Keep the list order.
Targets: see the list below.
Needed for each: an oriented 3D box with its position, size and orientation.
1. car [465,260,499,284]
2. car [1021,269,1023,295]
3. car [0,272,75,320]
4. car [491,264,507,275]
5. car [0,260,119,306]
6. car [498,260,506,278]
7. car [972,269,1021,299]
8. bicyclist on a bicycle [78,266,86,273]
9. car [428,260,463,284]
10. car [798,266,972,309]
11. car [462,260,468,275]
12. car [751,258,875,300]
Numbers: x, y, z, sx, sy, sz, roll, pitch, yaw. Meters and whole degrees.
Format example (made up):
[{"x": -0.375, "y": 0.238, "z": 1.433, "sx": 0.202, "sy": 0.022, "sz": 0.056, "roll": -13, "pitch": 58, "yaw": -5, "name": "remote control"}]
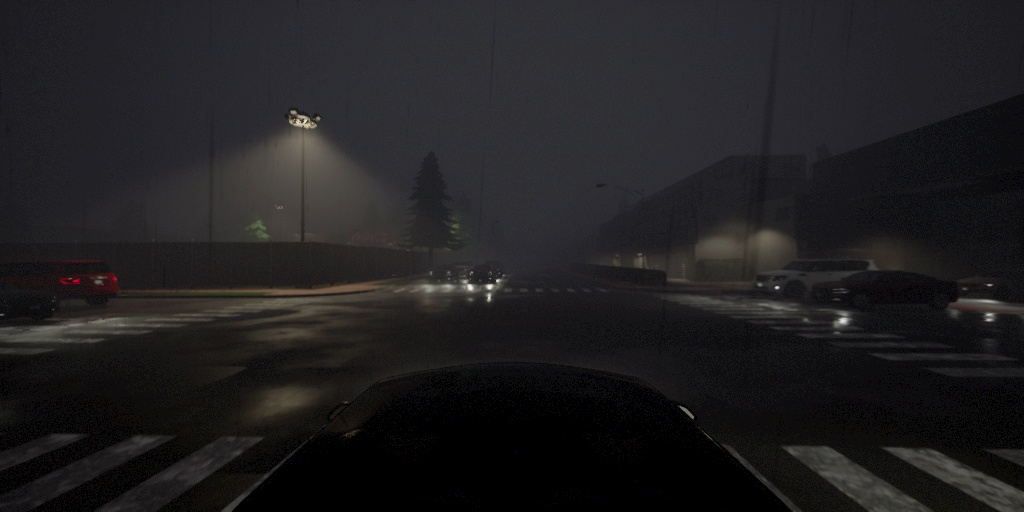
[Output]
[{"x": -2.583, "y": 1.508, "z": 32.273, "sx": 2.097, "sy": 1.767, "sz": 4.553, "roll": 0, "pitch": -1, "yaw": 2, "name": "car"}, {"x": 24.924, "y": 1.296, "z": 14.716, "sx": 5.008, "sy": 1.535, "sz": 1.882, "roll": 0, "pitch": -1, "yaw": 2, "name": "car"}, {"x": -17.762, "y": 1.409, "z": 11.532, "sx": 5.008, "sy": 1.535, "sz": 1.882, "roll": 0, "pitch": -1, "yaw": 1, "name": "car"}, {"x": -1.828, "y": 1.959, "z": 52.287, "sx": 2.033, "sy": 1.411, "sz": 5.357, "roll": 0, "pitch": -1, "yaw": 2, "name": "car"}, {"x": -20.323, "y": 1.212, "z": 15.344, "sx": 5.566, "sy": 2.045, "sz": 2.150, "roll": 0, "pitch": -1, "yaw": 1, "name": "car"}, {"x": -2.240, "y": 1.500, "z": 41.860, "sx": 2.150, "sy": 2.045, "sz": 5.566, "roll": 0, "pitch": -1, "yaw": 2, "name": "car"}, {"x": 25.366, "y": 1.388, "z": 18.192, "sx": 4.674, "sy": 1.442, "sz": 1.812, "roll": 0, "pitch": -1, "yaw": 2, "name": "car"}, {"x": -24.670, "y": 1.381, "z": 20.697, "sx": 0.582, "sy": 1.620, "sz": 1.656, "roll": 0, "pitch": -1, "yaw": 2, "name": "bicyclist on a bicycle"}, {"x": -6.078, "y": 1.525, "z": 32.480, "sx": 2.097, "sy": 1.767, "sz": 4.553, "roll": 0, "pitch": -1, "yaw": 2, "name": "car"}, {"x": 15.349, "y": 1.338, "z": 14.977, "sx": 5.008, "sy": 1.535, "sz": 1.882, "roll": 0, "pitch": -1, "yaw": 2, "name": "car"}, {"x": -5.750, "y": 1.513, "z": 41.700, "sx": 2.150, "sy": 2.045, "sz": 5.566, "roll": 0, "pitch": -1, "yaw": 2, "name": "car"}, {"x": 15.603, "y": 1.126, "z": 18.491, "sx": 5.566, "sy": 2.045, "sz": 2.150, "roll": 0, "pitch": -1, "yaw": 2, "name": "car"}]
